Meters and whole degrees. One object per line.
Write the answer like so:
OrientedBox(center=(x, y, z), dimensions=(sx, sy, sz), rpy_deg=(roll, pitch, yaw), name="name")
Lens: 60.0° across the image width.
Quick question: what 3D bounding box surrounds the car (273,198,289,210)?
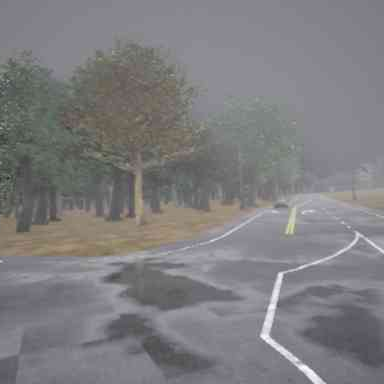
OrientedBox(center=(12.185, 1.568, 45.570), dimensions=(1.882, 1.535, 5.008), rpy_deg=(-3, -1, 19), name="car")
